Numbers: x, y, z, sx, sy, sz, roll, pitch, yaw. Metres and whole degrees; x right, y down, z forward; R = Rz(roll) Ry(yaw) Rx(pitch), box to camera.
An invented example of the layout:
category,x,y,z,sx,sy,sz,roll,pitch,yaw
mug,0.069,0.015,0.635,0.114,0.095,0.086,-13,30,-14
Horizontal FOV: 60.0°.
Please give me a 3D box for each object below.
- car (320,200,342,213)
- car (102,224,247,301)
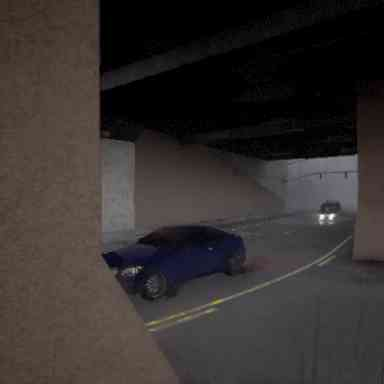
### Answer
category,x,y,z,sx,sy,sz,roll,pitch,yaw
car,17.010,1.747,40.647,2.128,1.511,4.902,-1,-1,33
car,-0.345,1.607,8.792,1.812,1.442,4.674,0,0,43
